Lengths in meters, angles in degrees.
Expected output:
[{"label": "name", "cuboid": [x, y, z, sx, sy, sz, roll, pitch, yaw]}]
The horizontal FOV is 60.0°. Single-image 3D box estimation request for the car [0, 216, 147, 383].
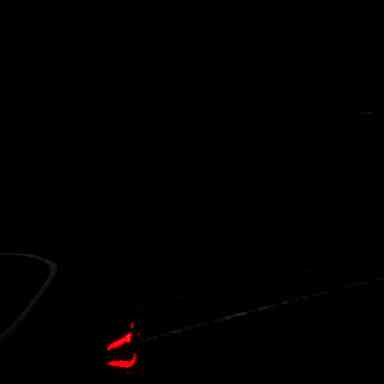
[{"label": "car", "cuboid": [-2.917, 1.218, 1.497, 5.566, 2.045, 2.150, 0, 0, -36]}]
